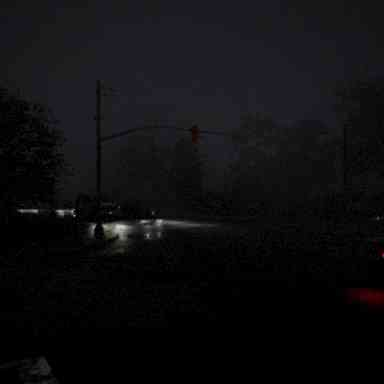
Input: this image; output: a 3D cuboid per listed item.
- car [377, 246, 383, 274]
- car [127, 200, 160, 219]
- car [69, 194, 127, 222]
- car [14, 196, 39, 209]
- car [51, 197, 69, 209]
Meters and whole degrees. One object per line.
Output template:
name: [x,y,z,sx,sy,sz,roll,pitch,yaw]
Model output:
car: [6.926,1.509,8.691,5.357,1.411,2.033,0,0,-35]
car: [-4.591,1.445,28.585,2.128,1.511,4.902,0,0,-38]
car: [-7.745,1.190,26.947,2.150,2.045,5.566,0,0,-38]
car: [-23.014,1.255,46.092,2.150,2.045,5.566,0,0,-39]
car: [-17.455,1.472,44.741,1.882,1.535,5.008,0,0,-39]
